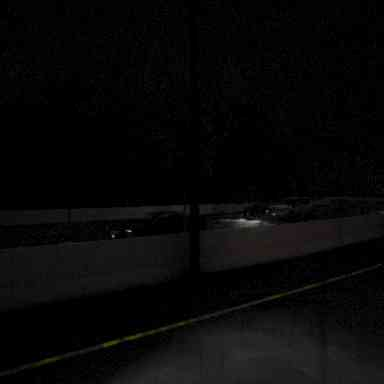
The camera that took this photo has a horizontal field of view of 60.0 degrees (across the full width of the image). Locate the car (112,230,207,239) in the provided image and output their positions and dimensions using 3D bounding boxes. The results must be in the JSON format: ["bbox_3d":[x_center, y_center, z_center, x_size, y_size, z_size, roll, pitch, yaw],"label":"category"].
[{"bbox_3d":[-1.504,1.686,16.040,4.902,1.511,2.128,0,-1,-38],"label":"car"}]
